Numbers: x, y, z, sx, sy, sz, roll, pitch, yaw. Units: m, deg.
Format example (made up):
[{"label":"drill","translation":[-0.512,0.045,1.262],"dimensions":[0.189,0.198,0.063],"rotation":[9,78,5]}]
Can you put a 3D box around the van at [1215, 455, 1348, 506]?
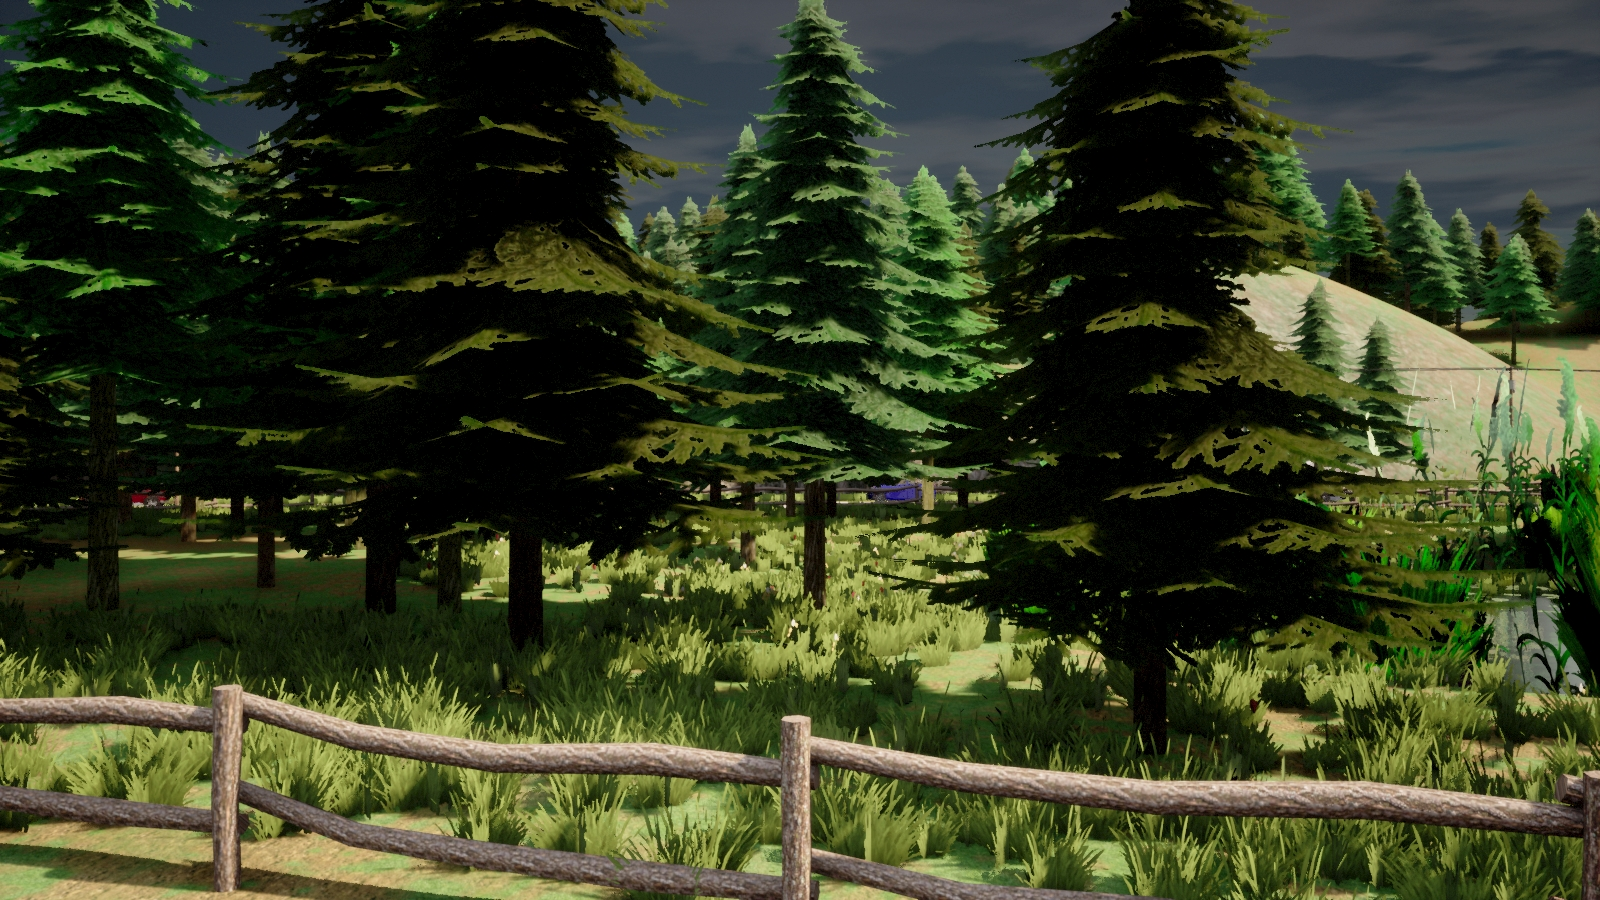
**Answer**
[{"label":"van","translation":[24.446,1.534,58.234],"dimensions":[5.915,2.561,1.988],"rotation":[0,0,7]}]

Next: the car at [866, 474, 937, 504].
[{"label":"car","translation":[5.301,2.038,60.059],"dimensions":[3.633,1.501,1.845],"rotation":[0,0,3]}]
